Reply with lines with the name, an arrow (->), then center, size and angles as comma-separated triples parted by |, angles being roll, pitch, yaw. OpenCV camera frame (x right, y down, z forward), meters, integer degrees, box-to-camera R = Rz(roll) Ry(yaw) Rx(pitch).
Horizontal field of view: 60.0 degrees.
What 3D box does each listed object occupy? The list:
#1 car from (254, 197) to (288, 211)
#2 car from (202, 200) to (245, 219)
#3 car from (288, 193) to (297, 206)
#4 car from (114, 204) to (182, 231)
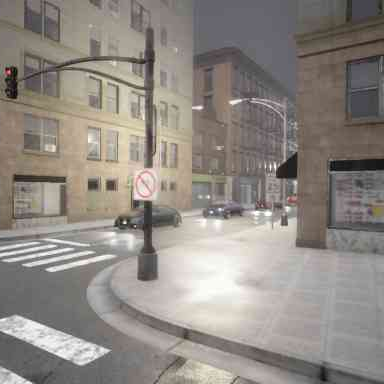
car -> 8.035, 1.190, 34.456 | 1.994, 1.385, 4.181 | 1, 1, 34
car -> 2.534, 1.296, 26.231 | 1.994, 1.385, 4.181 | 1, 1, 34
car -> 13.760, 0.869, 42.964 | 2.097, 1.767, 4.553 | 1, 1, 34
car -> -2.382, 1.388, 18.865 | 1.994, 1.385, 4.181 | 1, 1, 34
